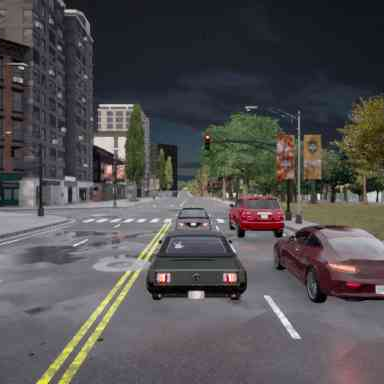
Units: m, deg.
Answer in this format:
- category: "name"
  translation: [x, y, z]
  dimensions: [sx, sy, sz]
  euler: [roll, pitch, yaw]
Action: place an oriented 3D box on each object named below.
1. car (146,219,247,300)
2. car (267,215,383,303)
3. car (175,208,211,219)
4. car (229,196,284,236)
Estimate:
- category: "car"
  translation: [0.081, 1.599, 8.324]
  dimensions: [1.895, 1.301, 4.718]
  euler: [0, 0, 0]
- category: "car"
  translation: [3.334, 1.524, 8.065]
  dimensions: [1.812, 1.442, 4.674]
  euler: [0, 0, 0]
- category: "car"
  translation: [0.060, 1.543, 17.916]
  dimensions: [2.033, 1.411, 5.357]
  euler: [0, 0, 0]
- category: "car"
  translation: [3.309, 1.217, 17.877]
  dimensions: [2.150, 2.045, 5.566]
  euler: [0, 0, 0]
